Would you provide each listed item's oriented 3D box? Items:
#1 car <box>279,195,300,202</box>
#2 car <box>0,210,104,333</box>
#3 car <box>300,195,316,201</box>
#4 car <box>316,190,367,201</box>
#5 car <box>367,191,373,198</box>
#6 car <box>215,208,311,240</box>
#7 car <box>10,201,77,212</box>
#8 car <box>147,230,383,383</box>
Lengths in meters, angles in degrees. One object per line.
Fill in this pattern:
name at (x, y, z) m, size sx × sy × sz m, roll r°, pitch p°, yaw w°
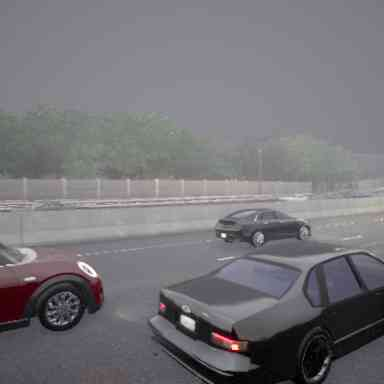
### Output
car at (14.955, 1.090, 48.807) m, size 4.718 × 1.301 × 1.895 m, roll -1°, pitch 1°, yaw -35°
car at (-3.801, 1.352, 5.332) m, size 4.553 × 1.767 × 2.097 m, roll 0°, pitch 0°, yaw -35°
car at (15.892, 1.068, 40.924) m, size 4.892 × 1.490 × 1.837 m, roll -1°, pitch 0°, yaw -35°
car at (16.788, 0.810, 37.284) m, size 5.566 × 2.045 × 2.150 m, roll -1°, pitch 1°, yaw -35°
car at (26.729, 0.616, 52.673) m, size 4.553 × 1.767 × 2.097 m, roll -1°, pitch 1°, yaw -35°
car at (3.235, 1.459, 14.631) m, size 4.892 × 1.490 × 1.837 m, roll -1°, pitch 0°, yaw -35°
car at (-11.463, 1.475, 25.899) m, size 4.902 × 1.511 × 2.128 m, roll 0°, pitch 0°, yaw -35°
car at (1.989, 1.540, 5.284) m, size 5.357 × 1.411 × 2.033 m, roll 0°, pitch 0°, yaw -35°
